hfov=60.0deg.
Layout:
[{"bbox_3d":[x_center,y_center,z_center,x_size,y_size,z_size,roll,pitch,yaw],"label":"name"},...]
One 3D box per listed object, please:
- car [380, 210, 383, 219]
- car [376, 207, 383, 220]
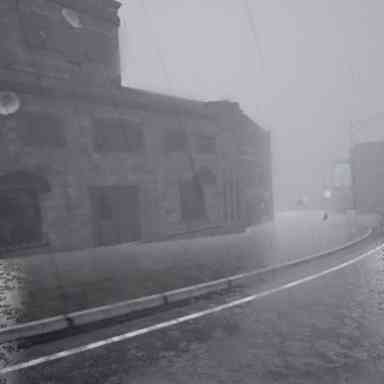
[{"bbox_3d":[17.394,2.200,27.526,2.033,1.411,5.357,-2,-3,22],"label":"car"},{"bbox_3d":[24.671,2.585,40.553,2.128,1.511,4.902,-2,-3,8],"label":"car"}]
